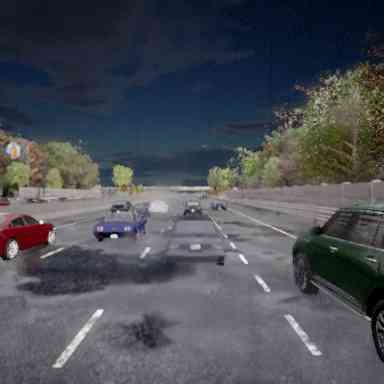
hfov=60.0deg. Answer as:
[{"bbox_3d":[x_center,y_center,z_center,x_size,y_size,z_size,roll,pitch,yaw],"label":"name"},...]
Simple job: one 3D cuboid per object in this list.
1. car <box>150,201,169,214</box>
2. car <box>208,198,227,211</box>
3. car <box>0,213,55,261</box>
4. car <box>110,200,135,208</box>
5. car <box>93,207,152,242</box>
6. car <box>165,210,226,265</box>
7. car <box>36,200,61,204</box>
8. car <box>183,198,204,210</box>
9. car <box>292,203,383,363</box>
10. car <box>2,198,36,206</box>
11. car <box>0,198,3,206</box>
[{"bbox_3d":[-3.404,1.649,34.481,1.812,1.442,4.674,0,0,0],"label":"car"},{"bbox_3d":[3.496,1.736,44.362,1.895,1.301,4.718,0,0,0],"label":"car"},{"bbox_3d":[-6.900,1.520,12.517,1.882,1.535,5.008,0,0,0],"label":"car"},{"bbox_3d":[-6.902,1.624,33.437,1.837,1.490,4.892,0,0,0],"label":"car"},{"bbox_3d":[-3.399,1.658,16.766,1.895,1.301,4.718,0,0,0],"label":"car"},{"bbox_3d":[0.101,1.587,11.761,2.033,1.411,5.357,0,0,0],"label":"car"},{"bbox_3d":[-17.583,1.717,42.301,1.994,1.385,4.181,0,0,0],"label":"car"},{"bbox_3d":[0.096,1.649,34.566,1.812,1.442,4.674,0,0,0],"label":"car"},{"bbox_3d":[3.522,1.195,5.716,2.150,2.045,5.566,0,0,-1],"label":"car"},{"bbox_3d":[-21.084,1.656,41.510,1.837,1.490,4.892,0,-1,0],"label":"car"},{"bbox_3d":[-24.581,1.501,41.534,2.097,1.767,4.553,0,0,0],"label":"car"}]
